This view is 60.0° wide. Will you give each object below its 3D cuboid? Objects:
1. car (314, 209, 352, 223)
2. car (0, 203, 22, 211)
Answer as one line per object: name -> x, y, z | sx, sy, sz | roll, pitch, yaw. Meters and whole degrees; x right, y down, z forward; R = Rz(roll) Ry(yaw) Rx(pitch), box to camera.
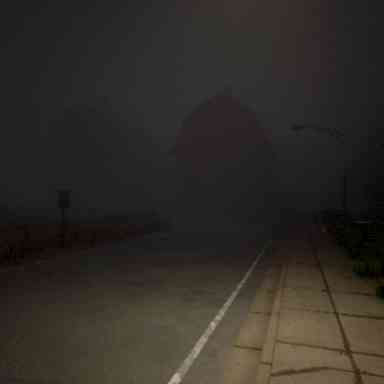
car -> 14.369, 2.438, 33.792 | 4.902, 1.511, 2.128 | 2, -1, -37
car -> -21.928, 2.059, 38.376 | 4.892, 1.490, 1.837 | 0, -1, 15
